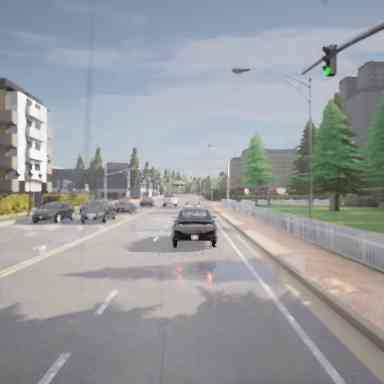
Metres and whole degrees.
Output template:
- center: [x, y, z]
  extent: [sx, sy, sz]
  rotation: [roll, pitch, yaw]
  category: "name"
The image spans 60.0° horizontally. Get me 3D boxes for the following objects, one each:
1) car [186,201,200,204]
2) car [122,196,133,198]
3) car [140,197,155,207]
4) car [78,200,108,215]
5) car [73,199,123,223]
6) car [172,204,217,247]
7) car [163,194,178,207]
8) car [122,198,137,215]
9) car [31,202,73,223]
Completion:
- center: [0.114, 1.661, 36.555]
  extent: [1.895, 1.301, 4.718]
  rotation: [0, 0, 0]
  category: "car"
- center: [-10.480, 1.460, 53.537]
  extent: [2.097, 1.767, 4.553]
  rotation: [0, 0, 0]
  category: "car"
- center: [-6.992, 1.564, 52.225]
  extent: [1.882, 1.535, 5.008]
  rotation: [0, 0, 0]
  category: "car"
- center: [-10.574, 1.622, 35.880]
  extent: [1.994, 1.385, 4.181]
  rotation: [0, 0, 0]
  category: "car"
- center: [-7.085, 1.534, 25.694]
  extent: [2.128, 1.511, 4.902]
  rotation: [0, 0, 0]
  category: "car"
- center: [0.106, 1.517, 15.165]
  extent: [2.128, 1.511, 4.902]
  rotation: [0, 0, 0]
  category: "car"
- center: [-3.480, 1.310, 53.365]
  extent: [2.150, 2.045, 5.566]
  rotation: [0, 0, 0]
  category: "car"
- center: [-7.071, 1.622, 35.088]
  extent: [1.994, 1.385, 4.181]
  rotation: [0, 0, 1]
  category: "car"
- center: [-10.582, 1.548, 25.741]
  extent: [1.837, 1.490, 4.892]
  rotation: [0, 0, 0]
  category: "car"
